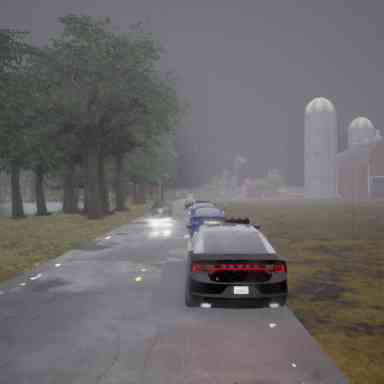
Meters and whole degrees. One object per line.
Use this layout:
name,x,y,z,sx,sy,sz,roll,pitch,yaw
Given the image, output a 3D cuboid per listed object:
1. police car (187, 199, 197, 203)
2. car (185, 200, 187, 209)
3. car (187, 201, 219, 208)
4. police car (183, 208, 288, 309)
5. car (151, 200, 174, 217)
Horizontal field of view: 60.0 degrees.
police car,0.791,1.443,24.108,1.930,1.638,5.238,0,0,0
car,-0.040,1.700,47.064,1.895,1.301,4.718,0,0,1
car,0.799,1.487,17.998,1.882,1.535,5.008,0,0,0
police car,0.813,1.428,8.107,1.930,1.638,5.238,0,0,0
car,-2.798,1.527,31.947,2.128,1.511,4.902,0,0,0
